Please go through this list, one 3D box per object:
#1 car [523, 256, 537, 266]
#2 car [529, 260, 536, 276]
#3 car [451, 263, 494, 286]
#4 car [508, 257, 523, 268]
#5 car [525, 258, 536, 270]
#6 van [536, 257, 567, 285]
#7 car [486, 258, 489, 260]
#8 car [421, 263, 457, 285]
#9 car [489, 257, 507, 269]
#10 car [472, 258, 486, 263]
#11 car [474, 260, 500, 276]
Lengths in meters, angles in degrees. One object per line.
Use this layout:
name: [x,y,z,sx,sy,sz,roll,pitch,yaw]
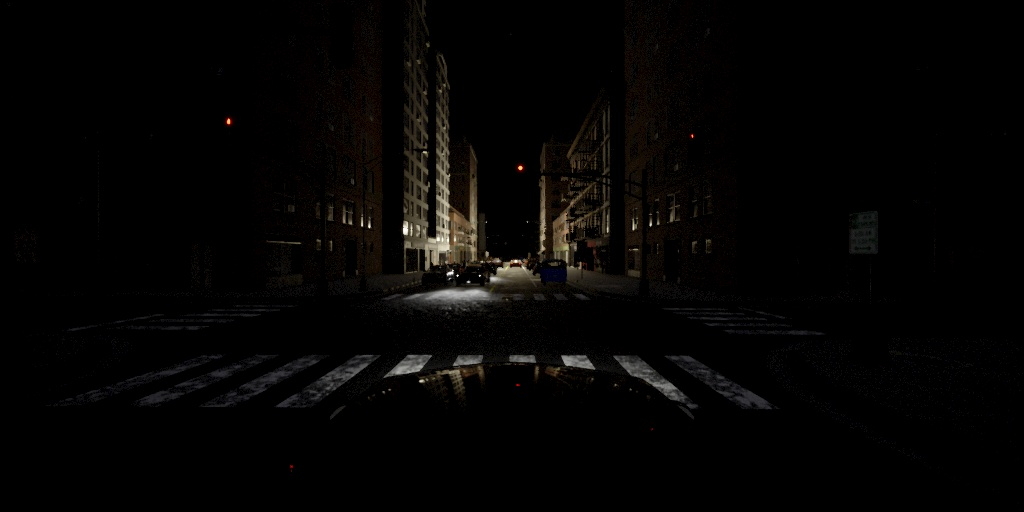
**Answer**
car: [3.123,1.054,53.801,2.192,1.841,5.009,0,0,1]
car: [2.962,1.329,36.757,1.802,1.307,4.207,0,0,1]
car: [-2.643,1.349,25.169,1.895,1.301,4.718,0,0,4]
car: [0.639,1.336,59.078,1.895,1.301,4.718,0,0,1]
car: [3.069,1.325,48.120,1.802,1.307,4.207,0,0,1]
van: [2.855,1.089,25.395,1.690,1.789,3.998,0,0,1]
car: [-4.902,1.305,53.871,1.948,1.339,4.313,0,0,1]
car: [-5.170,1.299,25.462,2.007,1.370,4.403,0,0,1]
car: [-2.290,1.302,55.666,1.994,1.385,4.181,0,0,1]
car: [-4.957,1.268,48.019,1.751,1.417,4.829,0,0,1]
car: [-2.519,1.348,36.921,1.895,1.301,4.718,0,0,0]
